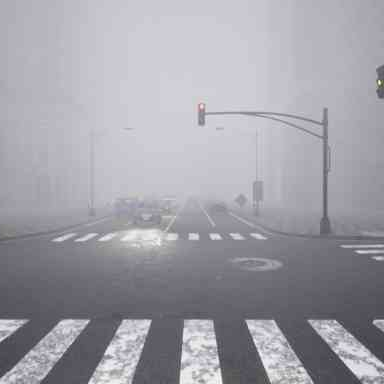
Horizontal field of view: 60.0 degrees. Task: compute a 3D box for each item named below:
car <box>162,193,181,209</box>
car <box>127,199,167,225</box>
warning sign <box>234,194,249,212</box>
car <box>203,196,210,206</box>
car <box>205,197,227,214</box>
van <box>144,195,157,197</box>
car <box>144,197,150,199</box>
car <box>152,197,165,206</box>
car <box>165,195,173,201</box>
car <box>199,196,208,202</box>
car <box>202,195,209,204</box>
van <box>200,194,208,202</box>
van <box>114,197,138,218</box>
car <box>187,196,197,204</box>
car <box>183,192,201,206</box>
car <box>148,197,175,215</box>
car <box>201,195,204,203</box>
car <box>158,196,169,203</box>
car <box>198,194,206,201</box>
[{"bbox_3d":[-3.115,1.234,46.937,2.150,2.045,5.566,0,0,0],"label":"car"},{"bbox_3d":[-3.163,1.494,24.452,2.128,1.511,4.902,0,0,-3],"label":"car"},{"bbox_3d":[5.049,1.122,34.048,1.300,1.860,1.060,0,0,0],"label":"warning sign"},{"bbox_3d":[2.749,1.555,40.957,1.887,1.381,4.507,0,0,0],"label":"car"},{"bbox_3d":[2.754,1.552,35.432,1.887,1.381,4.507,0,0,0],"label":"car"},{"bbox_3d":[-5.808,1.355,46.494,1.690,1.788,3.998,0,0,0],"label":"van"},{"bbox_3d":[-5.801,1.552,35.444,1.887,1.381,4.507,0,0,0],"label":"car"},{"bbox_3d":[-5.812,1.604,57.544,1.802,1.307,4.206,0,0,0],"label":"car"},{"bbox_3d":[-5.826,1.567,84.999,1.752,1.417,4.829,0,0,0],"label":"car"},{"bbox_3d":[2.715,1.589,79.635,2.008,1.369,4.403,0,0,0],"label":"car"},{"bbox_3d":[2.744,1.559,46.482,1.887,1.381,4.507,0,0,0],"label":"car"},{"bbox_3d":[2.719,1.375,74.110,1.690,1.788,3.998,0,0,0],"label":"van"},{"bbox_3d":[-5.799,1.345,29.919,1.690,1.788,3.998,0,0,0],"label":"van"},{"bbox_3d":[-0.043,1.553,65.144,1.812,1.442,4.674,0,0,0],"label":"car"},{"bbox_3d":[0.023,1.372,55.466,2.097,1.767,4.553,0,0,0],"label":"car"},{"bbox_3d":[-3.114,1.532,34.473,1.812,1.442,4.674,0,0,0],"label":"car"},{"bbox_3d":[2.739,1.543,52.178,1.752,1.417,4.829,0,0,0],"label":"car"},{"bbox_3d":[-5.818,1.580,68.594,2.008,1.369,4.403,0,0,0],"label":"car"},{"bbox_3d":[2.704,1.486,90.687,1.967,1.590,4.097,0,0,0],"label":"car"}]
